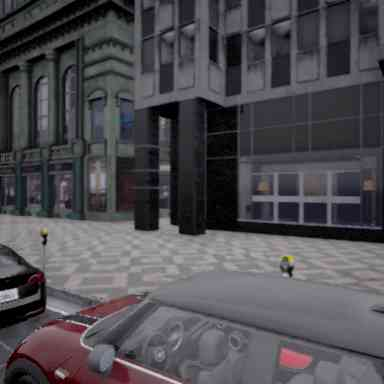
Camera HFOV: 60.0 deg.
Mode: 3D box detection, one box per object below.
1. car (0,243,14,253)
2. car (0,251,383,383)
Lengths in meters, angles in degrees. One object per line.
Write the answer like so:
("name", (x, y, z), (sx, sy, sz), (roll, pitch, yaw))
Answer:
("car", (-4.420, 1.571, 6.117), (4.313, 1.339, 1.947), (0, 0, 36))
("car", (0.167, 1.441, 2.841), (4.097, 1.590, 1.967), (0, 0, 36))
